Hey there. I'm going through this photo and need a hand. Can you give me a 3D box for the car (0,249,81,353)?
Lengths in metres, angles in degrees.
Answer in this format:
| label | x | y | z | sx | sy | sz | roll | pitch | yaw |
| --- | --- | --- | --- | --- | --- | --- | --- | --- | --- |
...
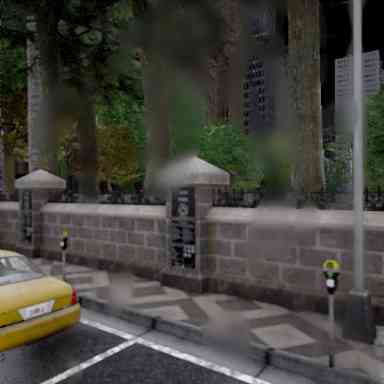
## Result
| label | x | y | z | sx | sy | sz | roll | pitch | yaw |
| --- | --- | --- | --- | --- | --- | --- | --- | --- | --- |
| car | -3.951 | 1.559 | 5.806 | 4.829 | 1.417 | 1.752 | 0 | 0 | 36 |
